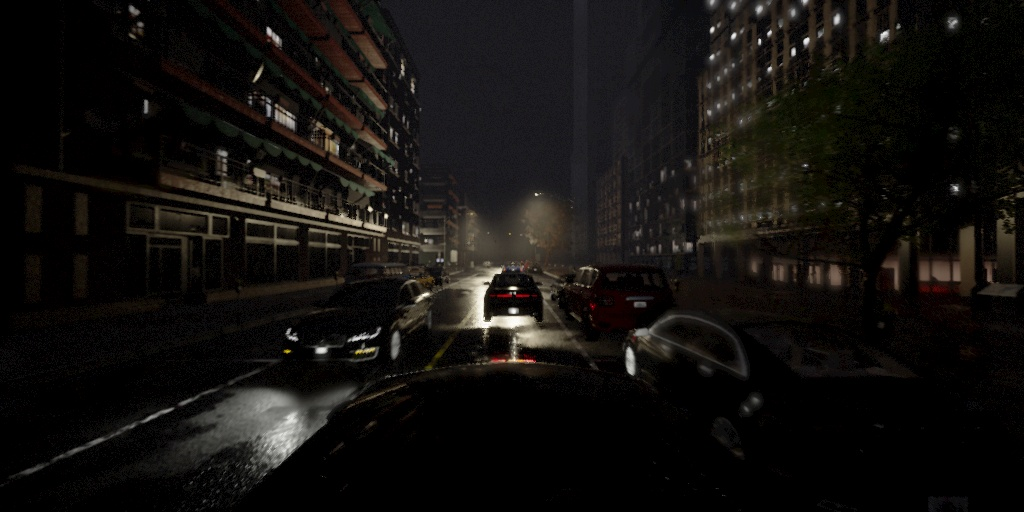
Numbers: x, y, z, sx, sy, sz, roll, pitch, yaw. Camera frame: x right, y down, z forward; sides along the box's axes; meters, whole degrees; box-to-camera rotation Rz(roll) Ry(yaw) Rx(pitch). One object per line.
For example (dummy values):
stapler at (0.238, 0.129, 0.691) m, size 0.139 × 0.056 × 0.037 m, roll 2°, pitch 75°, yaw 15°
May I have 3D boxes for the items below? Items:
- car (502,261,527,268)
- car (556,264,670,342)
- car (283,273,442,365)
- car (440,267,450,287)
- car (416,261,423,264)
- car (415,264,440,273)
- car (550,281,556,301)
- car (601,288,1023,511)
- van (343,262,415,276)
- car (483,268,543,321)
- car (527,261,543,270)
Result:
car at (0.102, 1.346, 35.199) m, size 2.097 × 1.767 × 4.553 m, roll 0°, pitch -1°, yaw 0°
car at (2.692, 1.122, 9.914) m, size 2.192 × 1.841 × 5.009 m, roll 0°, pitch 0°, yaw 0°
car at (-3.100, 1.300, 8.258) m, size 1.837 × 1.490 × 4.892 m, roll 0°, pitch 0°, yaw 0°
car at (-5.688, 1.493, 26.482) m, size 1.948 × 1.339 × 4.313 m, roll 0°, pitch 0°, yaw 0°
car at (-16.432, 1.542, 61.545) m, size 4.403 × 1.370 × 2.007 m, roll 0°, pitch 0°, yaw -1°
car at (-5.688, 1.411, 20.789) m, size 1.751 × 1.417 × 4.829 m, roll 0°, pitch 0°, yaw 0°
car at (2.693, 1.412, 15.435) m, size 1.948 × 1.339 × 4.313 m, roll 0°, pitch 0°, yaw 0°
car at (2.692, 1.319, 4.390) m, size 2.007 × 1.370 × 4.403 m, roll 0°, pitch 0°, yaw 0°
van at (-5.689, 1.187, 15.436) m, size 1.690 × 1.789 × 3.998 m, roll 0°, pitch 0°, yaw 0°
car at (0.032, 1.332, 12.715) m, size 1.837 × 1.490 × 4.892 m, roll 0°, pitch 0°, yaw 0°
car at (2.694, 1.623, 43.049) m, size 1.948 × 1.339 × 4.313 m, roll 0°, pitch 0°, yaw 0°
